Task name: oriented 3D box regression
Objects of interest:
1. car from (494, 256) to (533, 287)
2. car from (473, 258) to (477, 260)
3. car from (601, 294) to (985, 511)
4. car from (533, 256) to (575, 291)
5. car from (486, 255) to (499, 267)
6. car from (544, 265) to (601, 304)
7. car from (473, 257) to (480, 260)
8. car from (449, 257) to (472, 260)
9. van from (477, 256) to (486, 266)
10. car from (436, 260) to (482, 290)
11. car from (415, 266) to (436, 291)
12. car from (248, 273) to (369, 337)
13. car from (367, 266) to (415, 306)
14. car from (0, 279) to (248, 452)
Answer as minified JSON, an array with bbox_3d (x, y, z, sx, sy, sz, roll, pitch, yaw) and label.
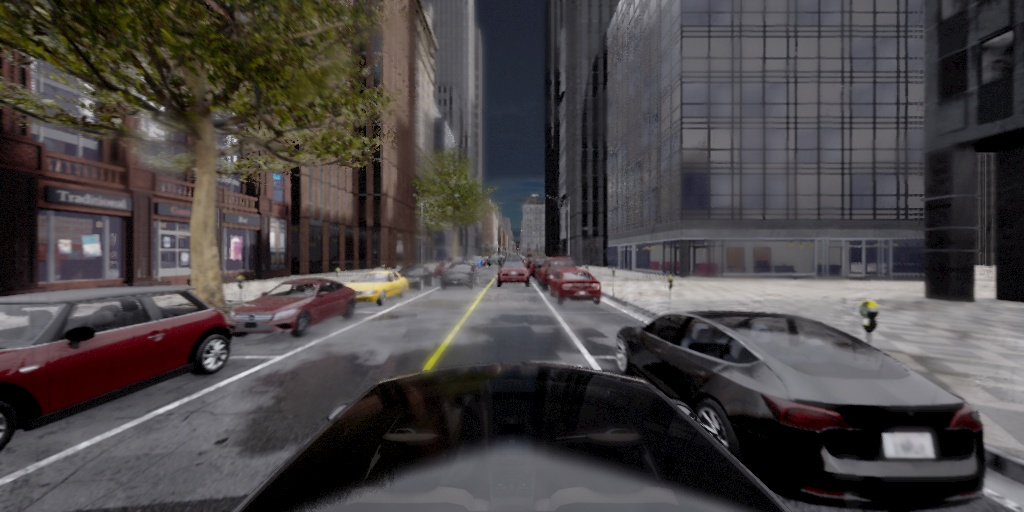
[{"bbox_3d":[0.100,1.042,24.260,2.097,1.767,4.553,0,0,0],"label":"car"},{"bbox_3d":[-5.857,1.214,43.976,1.948,1.339,4.313,0,0,0],"label":"car"},{"bbox_3d":[2.667,1.307,4.494,1.948,1.339,4.313,0,0,0],"label":"car"},{"bbox_3d":[2.668,1.011,21.411,2.192,1.841,5.009,0,0,0],"label":"car"},{"bbox_3d":[-3.027,0.859,63.368,2.150,2.045,5.566,0,0,1],"label":"car"},{"bbox_3d":[2.667,1.255,15.772,1.888,1.381,4.507,0,0,0],"label":"car"},{"bbox_3d":[-5.857,1.220,49.614,1.802,1.307,4.207,0,0,0],"label":"car"},{"bbox_3d":[-5.857,0.974,38.336,2.192,1.841,5.009,0,0,0],"label":"car"},{"bbox_3d":[-5.857,0.973,60.892,1.690,1.789,3.998,0,0,0],"label":"van"},{"bbox_3d":[-3.100,1.200,21.983,1.837,1.490,4.892,0,0,0],"label":"car"},{"bbox_3d":[-5.858,1.262,21.418,1.948,1.339,4.313,0,0,0],"label":"car"},{"bbox_3d":[-5.858,1.306,10.139,1.802,1.307,4.207,0,0,0],"label":"car"},{"bbox_3d":[-5.858,1.235,15.608,1.751,1.417,4.829,0,0,0],"label":"car"},{"bbox_3d":[-5.858,1.181,4.499,1.967,1.591,4.097,0,0,0],"label":"car"}]
